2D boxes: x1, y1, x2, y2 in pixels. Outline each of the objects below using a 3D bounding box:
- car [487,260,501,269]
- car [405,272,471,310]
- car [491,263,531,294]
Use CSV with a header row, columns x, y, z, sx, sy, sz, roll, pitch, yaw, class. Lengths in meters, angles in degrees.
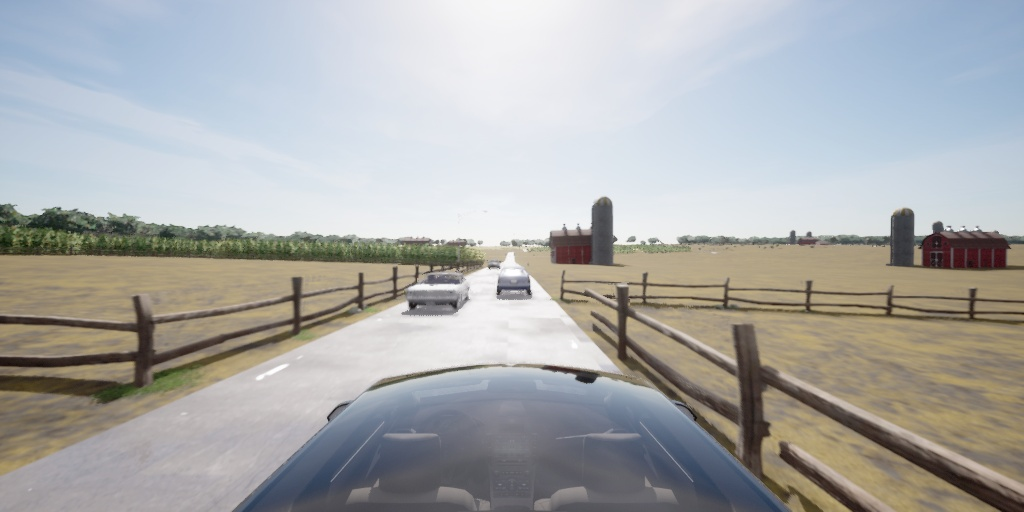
x,y,z,sx,sy,sz,roll,pitch,yaw,class
-2.803,1.317,56.755,1.837,1.490,4.892,0,0,0,car
-2.849,1.343,14.741,1.895,1.301,4.718,0,0,0,car
0.098,1.291,20.074,2.033,1.411,5.357,0,0,0,car
